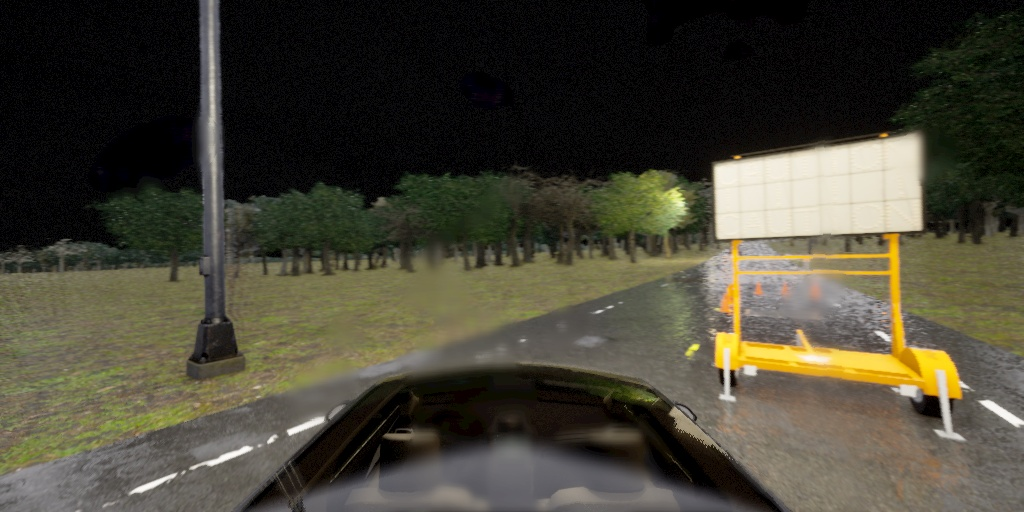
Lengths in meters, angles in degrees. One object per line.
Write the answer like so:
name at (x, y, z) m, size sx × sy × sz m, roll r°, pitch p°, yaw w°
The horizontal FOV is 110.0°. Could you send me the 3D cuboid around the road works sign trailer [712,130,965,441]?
road works sign trailer at (4.532, 0.126, 5.468) m, size 2.380 × 3.560 × 2.880 m, roll 0°, pitch 0°, yaw 34°
